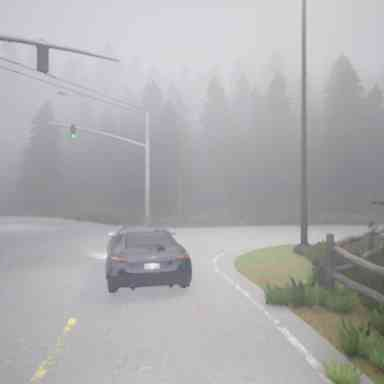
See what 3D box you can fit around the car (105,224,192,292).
[{"bbox_3d":[-1.335,1.577,9.161,1.994,1.385,4.181,0,0,-14],"label":"car"}]
